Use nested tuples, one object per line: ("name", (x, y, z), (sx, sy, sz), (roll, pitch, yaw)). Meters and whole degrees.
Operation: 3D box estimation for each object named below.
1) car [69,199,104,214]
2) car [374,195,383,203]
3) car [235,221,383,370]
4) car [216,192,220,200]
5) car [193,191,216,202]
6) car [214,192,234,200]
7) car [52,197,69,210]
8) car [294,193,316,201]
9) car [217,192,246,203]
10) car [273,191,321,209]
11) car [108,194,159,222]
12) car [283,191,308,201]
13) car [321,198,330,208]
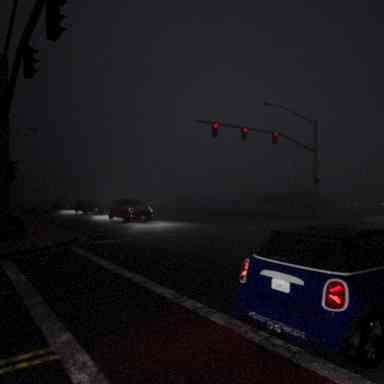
("car", (-10.615, 1.429, 34.084), (2.128, 1.511, 4.902), (0, 0, -35))
("car", (30.521, 0.811, 51.552), (1.905, 1.878, 3.866), (0, 0, -35))
("car", (2.970, 1.315, 5.899), (4.553, 1.767, 2.097), (0, 0, -36))
("car", (5.053, 1.078, 73.410), (1.784, 1.438, 3.905), (0, 0, -35))
("car", (2.685, 1.128, 71.745), (1.970, 1.475, 3.806), (0, 0, -35))
("car", (7.218, 0.850, 74.994), (1.932, 1.855, 4.605), (0, 0, -35))
("car", (-16.558, 1.430, 42.490), (2.128, 1.511, 4.902), (0, 0, -35))
("car", (22.831, 1.004, 67.484), (1.784, 1.438, 3.905), (0, 0, -35))
("car", (6.657, 1.162, 56.075), (1.970, 1.475, 3.806), (0, 0, -35))
("car", (12.094, 0.953, 38.610), (1.932, 1.855, 4.605), (0, 0, -35))
("car", (-4.815, 1.287, 25.897), (2.097, 1.767, 4.553), (0, 0, -35))
("car", (20.424, 0.812, 65.869), (1.932, 1.855, 4.605), (0, 0, -35))
("car", (14.493, 0.937, 40.231), (1.905, 1.878, 3.866), (0, 0, -35))
